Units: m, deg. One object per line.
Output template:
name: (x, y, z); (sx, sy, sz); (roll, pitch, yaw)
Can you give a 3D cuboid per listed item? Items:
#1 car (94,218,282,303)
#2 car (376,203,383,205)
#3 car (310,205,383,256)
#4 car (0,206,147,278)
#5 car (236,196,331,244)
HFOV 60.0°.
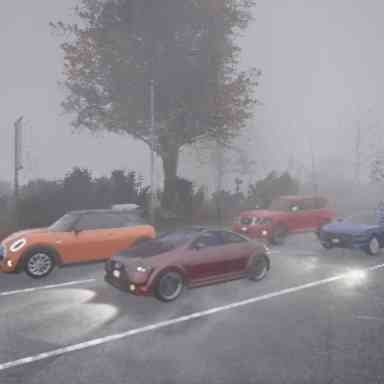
car: (0.014, 1.566, 8.291); (4.181, 1.385, 1.994); (0, 0, -35)
car: (12.793, 1.467, 21.706); (4.902, 1.511, 2.128); (0, 0, -36)
car: (7.202, 1.476, 13.384); (5.008, 1.535, 1.882); (0, 0, -35)
car: (-3.348, 1.353, 10.226); (4.553, 1.767, 2.097); (0, 0, -34)
car: (4.489, 1.221, 15.745); (5.566, 2.045, 2.150); (0, 0, -35)
